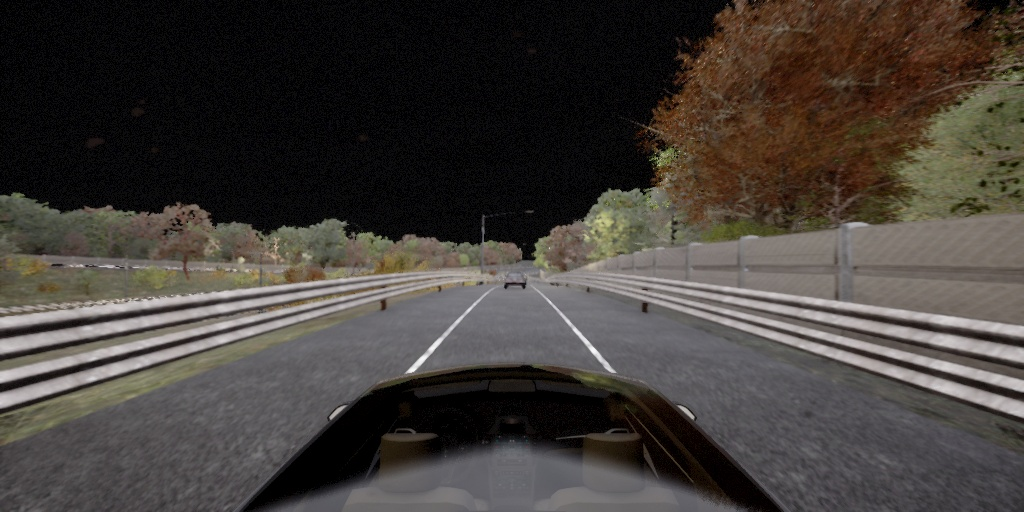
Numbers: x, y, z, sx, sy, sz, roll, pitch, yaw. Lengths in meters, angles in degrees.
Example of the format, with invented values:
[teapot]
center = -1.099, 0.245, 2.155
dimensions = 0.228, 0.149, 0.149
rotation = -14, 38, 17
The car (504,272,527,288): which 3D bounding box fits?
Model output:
[car]
center = 0.281, 2.159, 32.503
dimensions = 2.033, 1.411, 5.357
rotation = 0, -3, 2
